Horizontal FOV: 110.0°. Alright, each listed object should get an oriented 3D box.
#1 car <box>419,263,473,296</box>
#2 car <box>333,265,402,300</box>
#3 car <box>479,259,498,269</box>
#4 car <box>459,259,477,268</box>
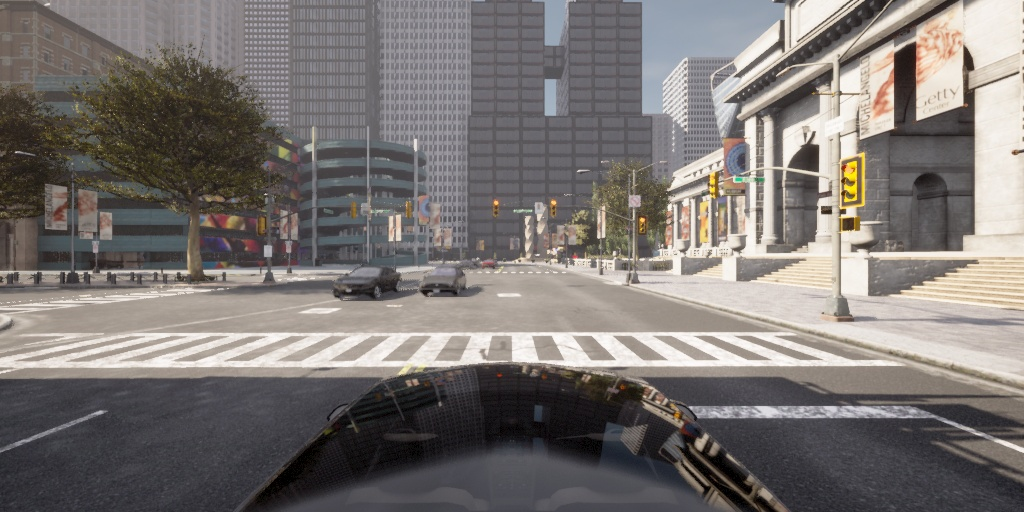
[{"bbox_3d":[-3.591,1.297,19.724,2.033,1.411,5.357,0,0,0],"label":"car"},{"bbox_3d":[-7.091,1.226,18.062,1.882,1.535,5.008,0,0,0],"label":"car"},{"bbox_3d":[-3.578,1.228,55.923,1.882,1.535,5.008,0,0,0],"label":"car"},{"bbox_3d":[-7.077,1.255,55.902,1.837,1.490,4.892,0,0,0],"label":"car"}]
